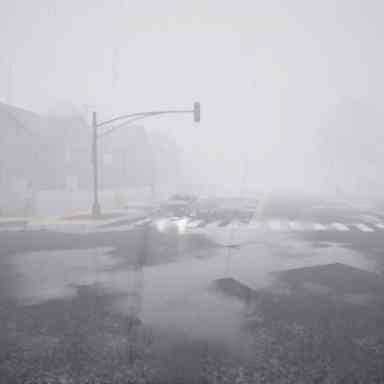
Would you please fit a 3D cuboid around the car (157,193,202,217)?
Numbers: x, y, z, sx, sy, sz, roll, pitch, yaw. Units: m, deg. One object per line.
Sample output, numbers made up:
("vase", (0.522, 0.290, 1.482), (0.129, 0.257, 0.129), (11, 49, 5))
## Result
("car", (-0.650, 0.793, 21.992), (2.033, 1.411, 5.357), (0, 2, 13))
